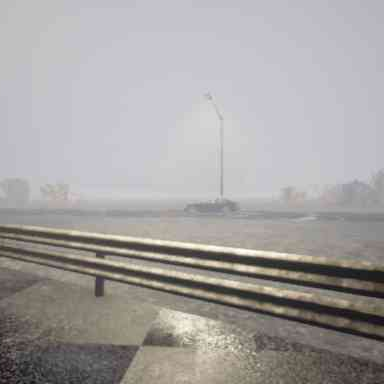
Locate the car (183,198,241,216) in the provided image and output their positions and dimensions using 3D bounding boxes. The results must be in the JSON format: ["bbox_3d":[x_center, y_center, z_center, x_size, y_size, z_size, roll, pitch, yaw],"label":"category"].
[{"bbox_3d":[1.673,1.231,28.168,4.902,1.511,2.128,0,0,15],"label":"car"}]
